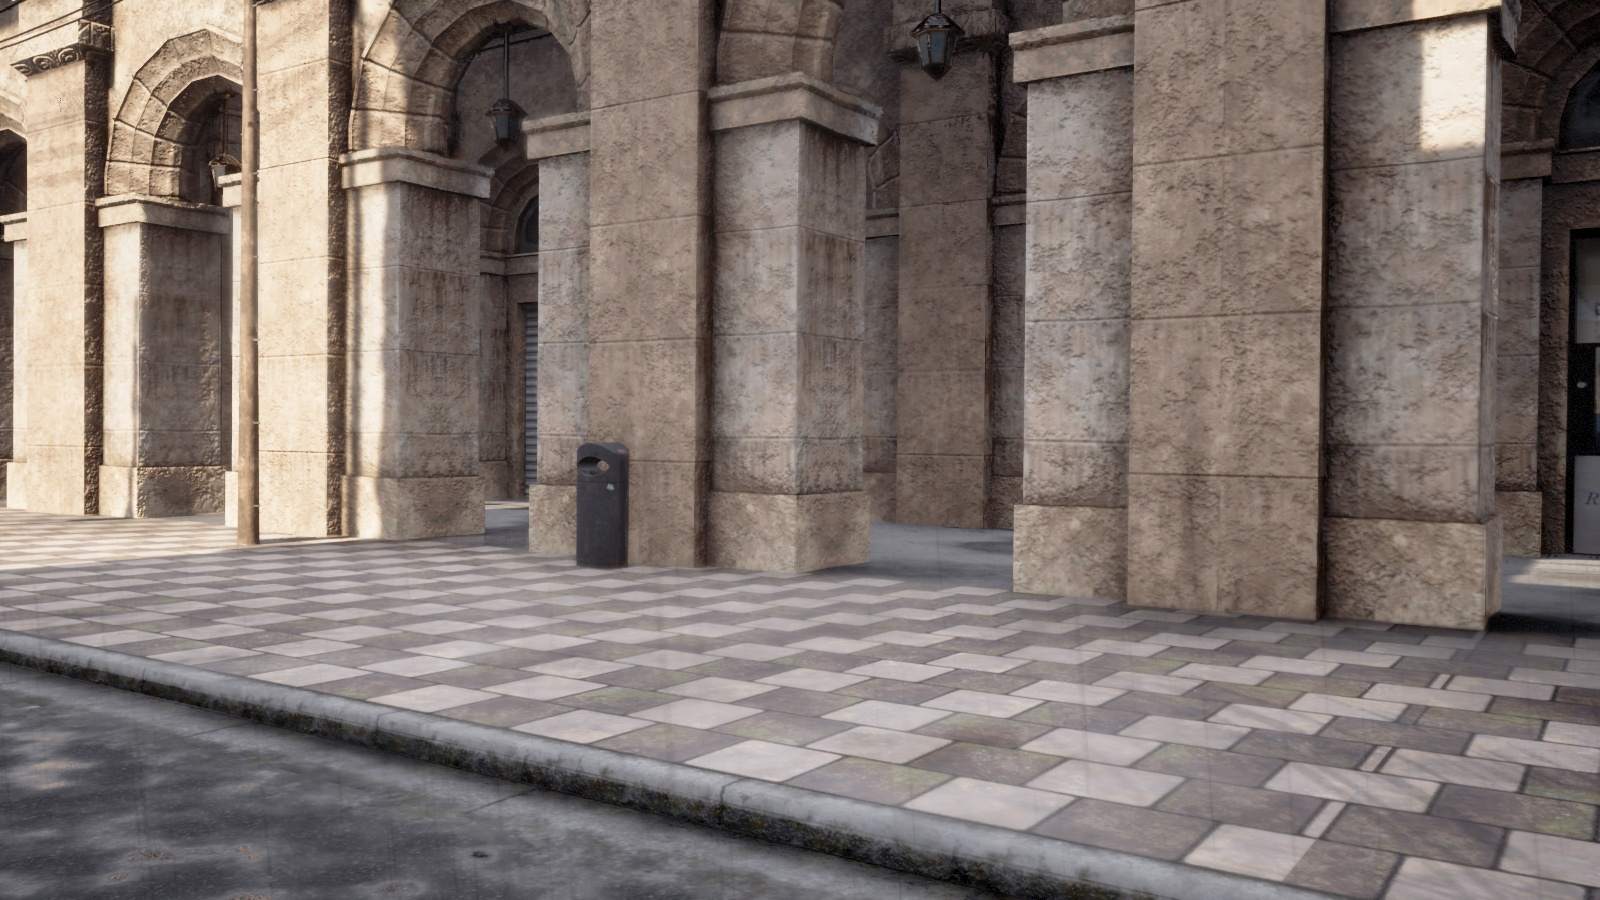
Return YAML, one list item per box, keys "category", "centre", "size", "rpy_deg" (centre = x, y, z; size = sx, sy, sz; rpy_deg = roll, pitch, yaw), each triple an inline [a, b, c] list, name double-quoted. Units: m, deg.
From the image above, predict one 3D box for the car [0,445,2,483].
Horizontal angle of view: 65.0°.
- category: "car"
  centre: [-30.009, 0.524, 42.477]
  size: [1.895, 1.301, 4.718]
  rpy_deg: [0, 1, 34]
